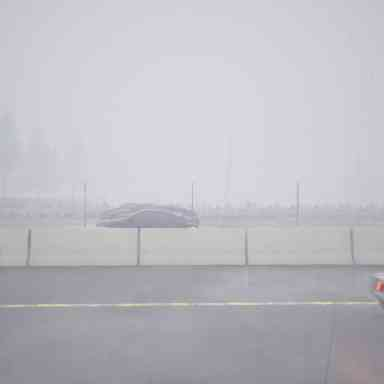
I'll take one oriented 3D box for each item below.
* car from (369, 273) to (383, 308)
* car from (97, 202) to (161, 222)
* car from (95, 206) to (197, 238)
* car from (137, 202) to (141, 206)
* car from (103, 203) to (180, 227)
[{"bbox_3d":[5.427,1.616,4.945,4.718,1.301,1.895,0,0,-1],"label":"car"},{"bbox_3d":[-4.782,1.527,25.889,4.674,1.442,1.812,0,0,-1],"label":"car"},{"bbox_3d":[-2.105,1.526,15.455,4.674,1.442,1.812,0,0,-1],"label":"car"},{"bbox_3d":[-1.997,1.504,18.958,4.892,1.490,1.837,0,0,-1],"label":"car"},{"bbox_3d":[-3.299,1.505,22.426,4.892,1.490,1.837,0,0,-1],"label":"car"}]
